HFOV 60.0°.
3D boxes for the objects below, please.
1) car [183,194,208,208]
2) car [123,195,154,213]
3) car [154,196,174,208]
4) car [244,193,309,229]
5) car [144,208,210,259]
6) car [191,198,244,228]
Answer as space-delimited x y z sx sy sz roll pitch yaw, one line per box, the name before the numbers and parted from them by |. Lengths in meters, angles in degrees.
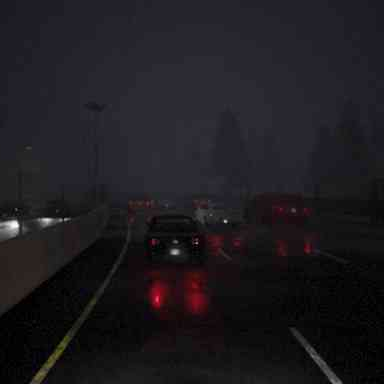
car | 0.497 1.049 36.822 2.097 1.767 4.553 0 0 -19
car | -5.561 1.082 33.120 2.097 1.767 4.553 0 1 -18
car | -3.443 1.219 37.604 1.812 1.442 4.674 0 0 -20
car | 4.968 1.055 20.434 2.150 2.045 5.566 0 1 -11
car | -0.747 1.500 12.210 1.895 1.301 4.718 0 0 -6
car | 1.412 1.357 20.545 1.812 1.442 4.674 0 1 -11
